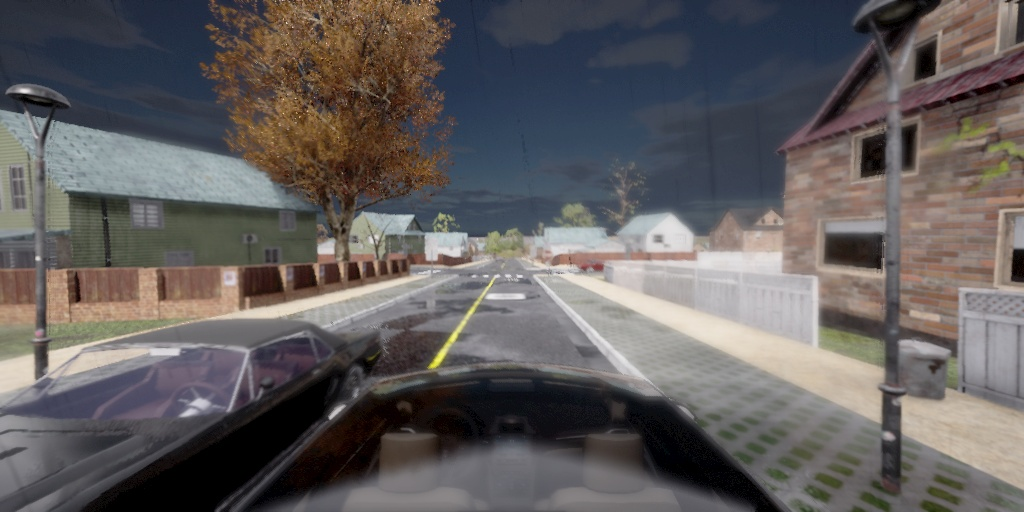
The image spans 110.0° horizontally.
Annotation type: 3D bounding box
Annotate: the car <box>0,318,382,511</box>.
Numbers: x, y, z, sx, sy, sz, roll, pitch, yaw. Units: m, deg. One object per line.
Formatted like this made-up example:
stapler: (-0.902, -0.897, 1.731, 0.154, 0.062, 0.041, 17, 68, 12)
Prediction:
car: (-2.850, 1.340, 3.084, 1.895, 1.301, 4.718, 0, 0, 0)

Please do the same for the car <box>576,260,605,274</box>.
car: (9.139, 1.018, 36.918, 4.718, 1.301, 1.895, 0, 3, -6)
